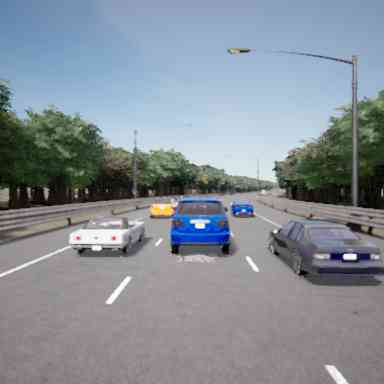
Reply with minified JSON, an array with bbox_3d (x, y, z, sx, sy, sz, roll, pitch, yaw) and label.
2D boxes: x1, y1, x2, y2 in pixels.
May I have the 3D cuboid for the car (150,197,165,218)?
[{"bbox_3d":[-2.379,1.349,30.146,2.097,1.767,4.553,0,0,4],"label":"car"}]

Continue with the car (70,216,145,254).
[{"bbox_3d":[-3.161,1.605,13.490,1.895,1.301,4.718,0,0,2],"label":"car"}]

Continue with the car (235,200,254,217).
[{"bbox_3d":[4.744,1.479,31.831,1.882,1.535,5.008,0,0,4],"label":"car"}]

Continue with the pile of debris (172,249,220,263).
[{"bbox_3d":[0.156,2.182,11.425,1.500,0.140,1.860,0,0,1],"label":"pile of debris"}]

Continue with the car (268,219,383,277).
[{"bbox_3d":[3.747,1.556,10.273,2.033,1.411,5.357,0,0,1],"label":"car"}]

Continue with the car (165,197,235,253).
[{"bbox_3d":[0.350,1.229,13.843,2.150,2.045,5.566,0,0,2],"label":"car"}]

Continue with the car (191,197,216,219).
[{"bbox_3d":[1.123,1.352,30.092,2.097,1.767,4.553,0,0,4],"label":"car"}]
